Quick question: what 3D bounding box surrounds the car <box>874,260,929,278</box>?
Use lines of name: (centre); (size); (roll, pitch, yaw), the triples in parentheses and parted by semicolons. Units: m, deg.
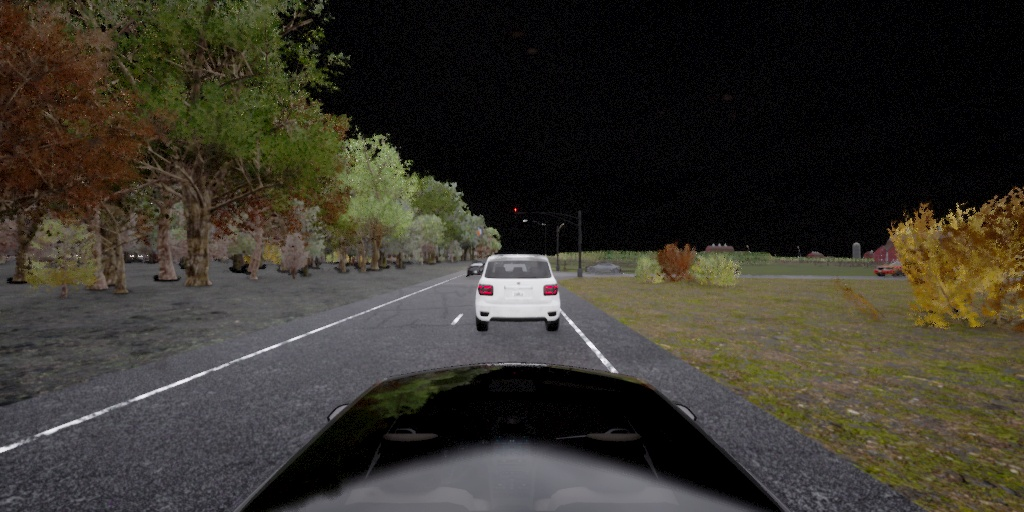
car: (46.608, 1.524, 42.665); (5.566, 2.045, 2.150); (1, -1, 1)

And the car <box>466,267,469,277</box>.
car: (-3.326, 1.270, 35.313); (1.812, 1.442, 4.674); (0, 0, 0)

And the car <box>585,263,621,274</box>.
car: (11.008, 1.483, 43.409); (4.181, 1.385, 1.994); (0, -1, 8)

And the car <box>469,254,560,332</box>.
car: (0.128, 0.970, 11.049); (2.150, 2.045, 5.566); (0, 0, -1)

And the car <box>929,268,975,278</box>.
car: (49.014, 1.832, 39.081); (4.181, 1.385, 1.994); (1, -1, 0)

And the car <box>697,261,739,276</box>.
car: (24.366, 1.410, 42.847); (4.553, 1.767, 2.097); (1, -1, 0)
